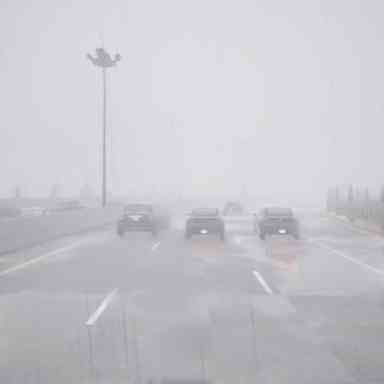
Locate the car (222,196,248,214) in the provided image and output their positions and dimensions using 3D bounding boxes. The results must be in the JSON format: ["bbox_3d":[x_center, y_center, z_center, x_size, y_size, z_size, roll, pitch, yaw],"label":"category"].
[{"bbox_3d":[4.571,1.508,34.933,1.837,1.490,4.892,0,0,17],"label":"car"}]

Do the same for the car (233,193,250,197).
[{"bbox_3d":[9.932,1.205,68.172,2.150,2.045,5.566,0,0,37],"label":"car"}]

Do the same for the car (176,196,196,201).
[{"bbox_3d":[-1.053,1.551,64.460,2.033,1.411,5.357,0,0,32],"label":"car"}]

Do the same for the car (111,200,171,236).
[{"bbox_3d":[-2.552,1.354,18.590,2.097,1.767,4.553,0,0,7],"label":"car"}]

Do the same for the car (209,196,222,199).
[{"bbox_3d":[4.793,1.492,67.012,1.837,1.490,4.892,0,0,34],"label":"car"}]

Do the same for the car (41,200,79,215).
[{"bbox_3d":[-11.440,1.508,29.909,1.837,1.490,4.892,0,0,13],"label":"car"}]

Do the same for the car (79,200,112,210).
[{"bbox_3d":[-7.782,1.480,30.264,1.882,1.535,5.008,0,0,14],"label":"car"}]

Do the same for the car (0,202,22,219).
[{"bbox_3d":[-15.689,1.528,26.540,1.812,1.442,4.674,0,0,11],"label":"car"}]

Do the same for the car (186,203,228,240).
[{"bbox_3d":[0.777,1.507,17.199,1.837,1.490,4.892,0,0,6],"label":"car"}]

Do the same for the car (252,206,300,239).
[{"bbox_3d":[4.297,1.507,17.263,1.837,1.490,4.892,0,0,6],"label":"car"}]
